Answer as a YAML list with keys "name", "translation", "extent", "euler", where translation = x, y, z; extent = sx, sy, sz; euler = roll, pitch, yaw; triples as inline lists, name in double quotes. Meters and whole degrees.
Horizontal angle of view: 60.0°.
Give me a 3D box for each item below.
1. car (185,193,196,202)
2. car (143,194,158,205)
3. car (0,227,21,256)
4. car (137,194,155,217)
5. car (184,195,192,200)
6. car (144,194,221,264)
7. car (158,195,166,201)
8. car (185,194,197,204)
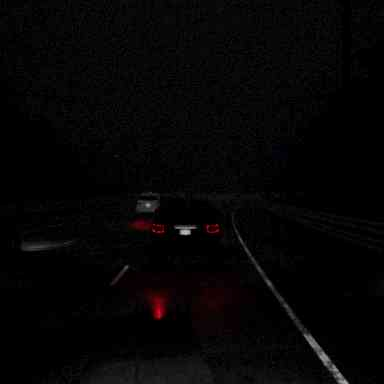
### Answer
- name: "car"
  translation: [-0.378, 1.148, 75.639]
  extent: [2.150, 2.045, 5.566]
  euler: [0, 0, -2]
- name: "car"
  translation: [-7.013, 1.242, 56.834]
  extent: [2.097, 1.767, 4.553]
  euler: [0, 0, 0]
- name: "car"
  translation: [-7.106, 1.502, 10.120]
  extent: [1.812, 1.442, 4.674]
  euler: [0, 0, 0]
- name: "car"
  translation: [-3.604, 1.162, 30.199]
  extent: [2.150, 2.045, 5.566]
  euler: [0, 0, 0]
- name: "car"
  translation: [-1.127, 1.509, 95.424]
  extent: [2.033, 1.411, 5.357]
  euler: [0, 0, -3]
- name: "car"
  translation: [-0.197, 1.212, 11.989]
  extent: [2.150, 2.045, 5.566]
  euler: [0, 0, 0]
- name: "car"
  translation: [-7.702, 1.527, 85.635]
  extent: [1.895, 1.301, 4.718]
  euler: [0, 0, -2]
- name: "car"
  translation: [-0.131, 1.258, 59.559]
  extent: [2.097, 1.767, 4.553]
  euler: [0, 0, 0]
